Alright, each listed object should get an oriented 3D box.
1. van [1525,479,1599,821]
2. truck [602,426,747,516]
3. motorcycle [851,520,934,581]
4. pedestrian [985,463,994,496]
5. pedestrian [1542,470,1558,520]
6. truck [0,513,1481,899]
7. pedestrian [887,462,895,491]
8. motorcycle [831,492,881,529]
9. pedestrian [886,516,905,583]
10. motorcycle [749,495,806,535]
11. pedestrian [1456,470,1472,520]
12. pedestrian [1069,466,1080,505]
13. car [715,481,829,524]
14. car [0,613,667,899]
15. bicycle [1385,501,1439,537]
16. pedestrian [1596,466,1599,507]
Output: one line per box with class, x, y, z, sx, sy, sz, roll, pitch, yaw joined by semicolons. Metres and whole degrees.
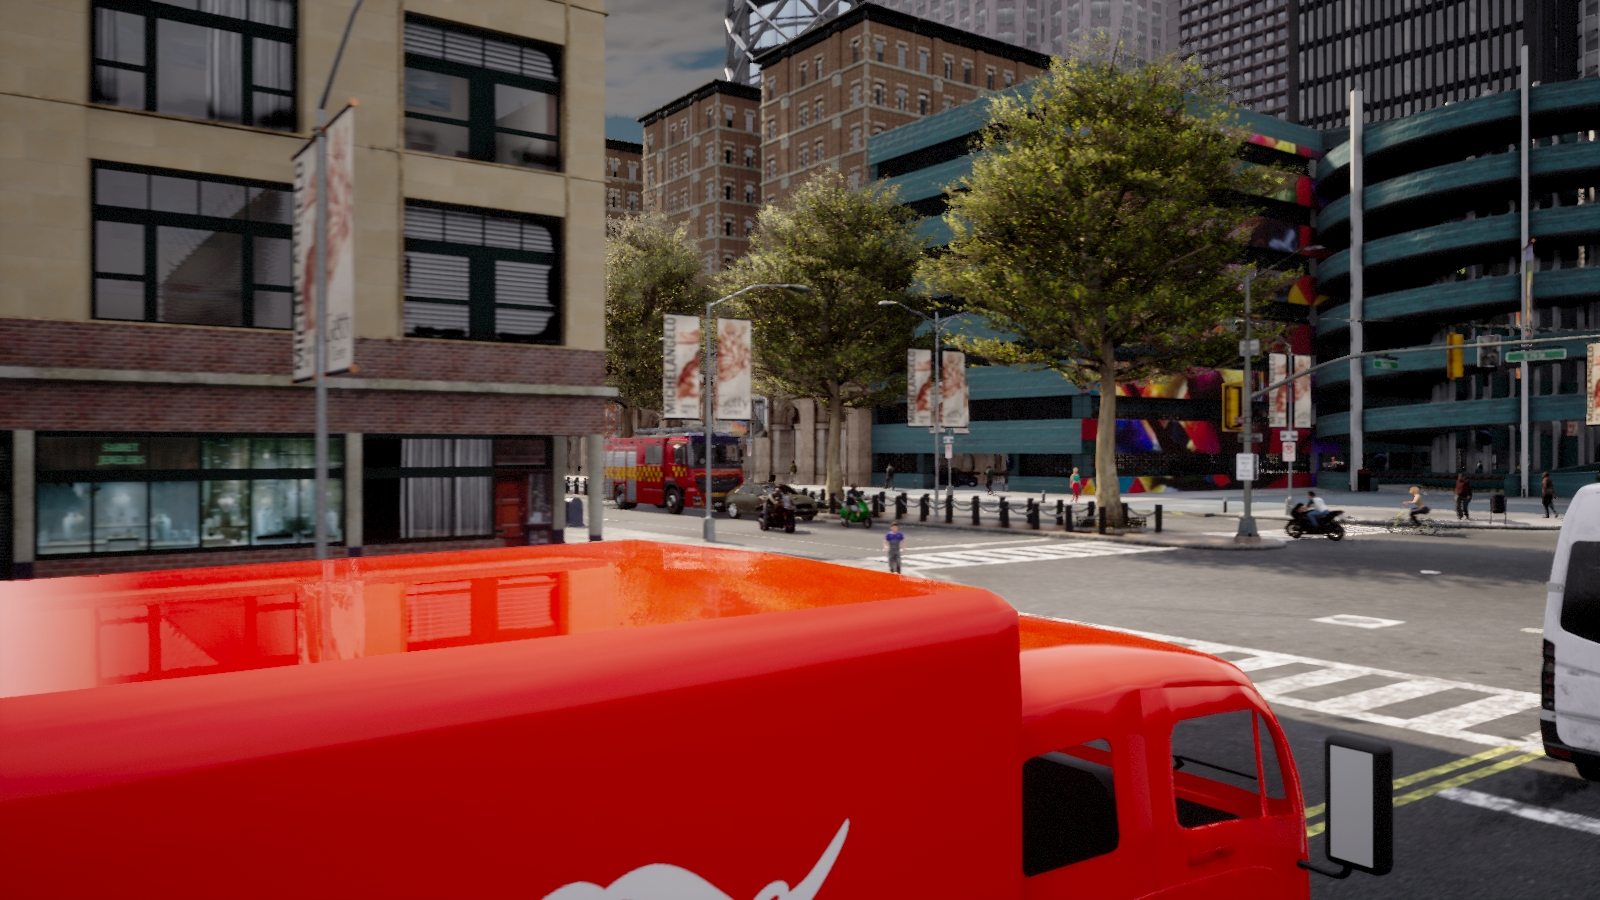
van;8.709;1.535;10.109;5.915;2.561;1.988;0;0;-38
truck;-5.937;0.892;52.540;2.891;3.827;8.468;0;0;-35
motorcycle;2.047;2.213;25.488;0.803;1.145;2.033;-1;0;-31
pedestrian;10.899;1.697;65.803;0.375;1.860;0.375;0;0;-31
pedestrian;28.504;1.700;43.441;0.375;1.860;0.375;0;0;-26
truck;-0.653;1.573;3.331;5.204;2.467;2.627;0;0;-35
pedestrian;5.860;1.697;73.852;0.375;1.860;0.375;0;0;-31
motorcycle;2.012;2.182;41.294;0.856;1.236;1.805;0;0;-35
pedestrian;1.906;1.977;22.844;0.375;1.300;0.375;0;0;2
motorcycle;-0.790;2.205;39.219;0.867;1.251;2.209;0;0;-35
pedestrian;24.915;1.698;42.885;0.375;1.860;0.375;0;0;-30
pedestrian;13.285;1.698;55.296;0.375;1.860;0.375;0;0;-21
car;-1.196;2.062;45.845;2.231;1.480;4.892;0;0;-35
car;-3.254;1.969;5.779;4.611;1.667;2.242;0;0;-35
bicycle;20.108;2.257;37.560;1.487;1.080;0.859;0;-1;34
pedestrian;37.364;1.697;53.177;0.375;1.860;0.375;0;0;-31
